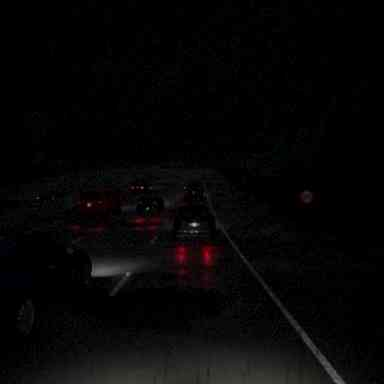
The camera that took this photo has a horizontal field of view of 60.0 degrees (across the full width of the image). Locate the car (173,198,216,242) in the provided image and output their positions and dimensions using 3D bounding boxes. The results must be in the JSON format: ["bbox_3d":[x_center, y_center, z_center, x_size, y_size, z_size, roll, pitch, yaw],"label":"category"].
[{"bbox_3d":[0.104,1.373,16.340,2.033,1.649,4.856,0,2,0],"label":"car"}]

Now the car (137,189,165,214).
[{"bbox_3d":[-3.357,0.875,27.584,2.128,1.511,4.902,0,4,0],"label":"car"}]

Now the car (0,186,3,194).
[{"bbox_3d":[-20.953,0.186,32.679,2.150,2.045,5.566,0,5,1],"label":"car"}]

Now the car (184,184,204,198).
[{"bbox_3d":[0.192,-0.117,36.753,2.097,1.767,4.553,0,6,0],"label":"car"}]

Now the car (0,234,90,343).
[{"bbox_3d":[-3.404,1.529,6.308,1.812,1.442,4.674,0,0,0],"label":"car"}]

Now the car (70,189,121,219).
[{"bbox_3d":[-6.870,0.782,24.924,2.150,2.045,5.566,0,4,0],"label":"car"}]

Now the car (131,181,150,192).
[{"bbox_3d":[-6.800,-0.800,44.013,2.033,1.411,5.357,0,7,1],"label":"car"}]

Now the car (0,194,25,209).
[{"bbox_3d":[-13.999,1.177,23.851,2.033,1.411,5.357,0,3,1],"label":"car"}]

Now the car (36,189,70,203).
[{"bbox_3d":[-13.935,0.455,33.785,1.895,1.301,4.718,0,6,1],"label":"car"}]
